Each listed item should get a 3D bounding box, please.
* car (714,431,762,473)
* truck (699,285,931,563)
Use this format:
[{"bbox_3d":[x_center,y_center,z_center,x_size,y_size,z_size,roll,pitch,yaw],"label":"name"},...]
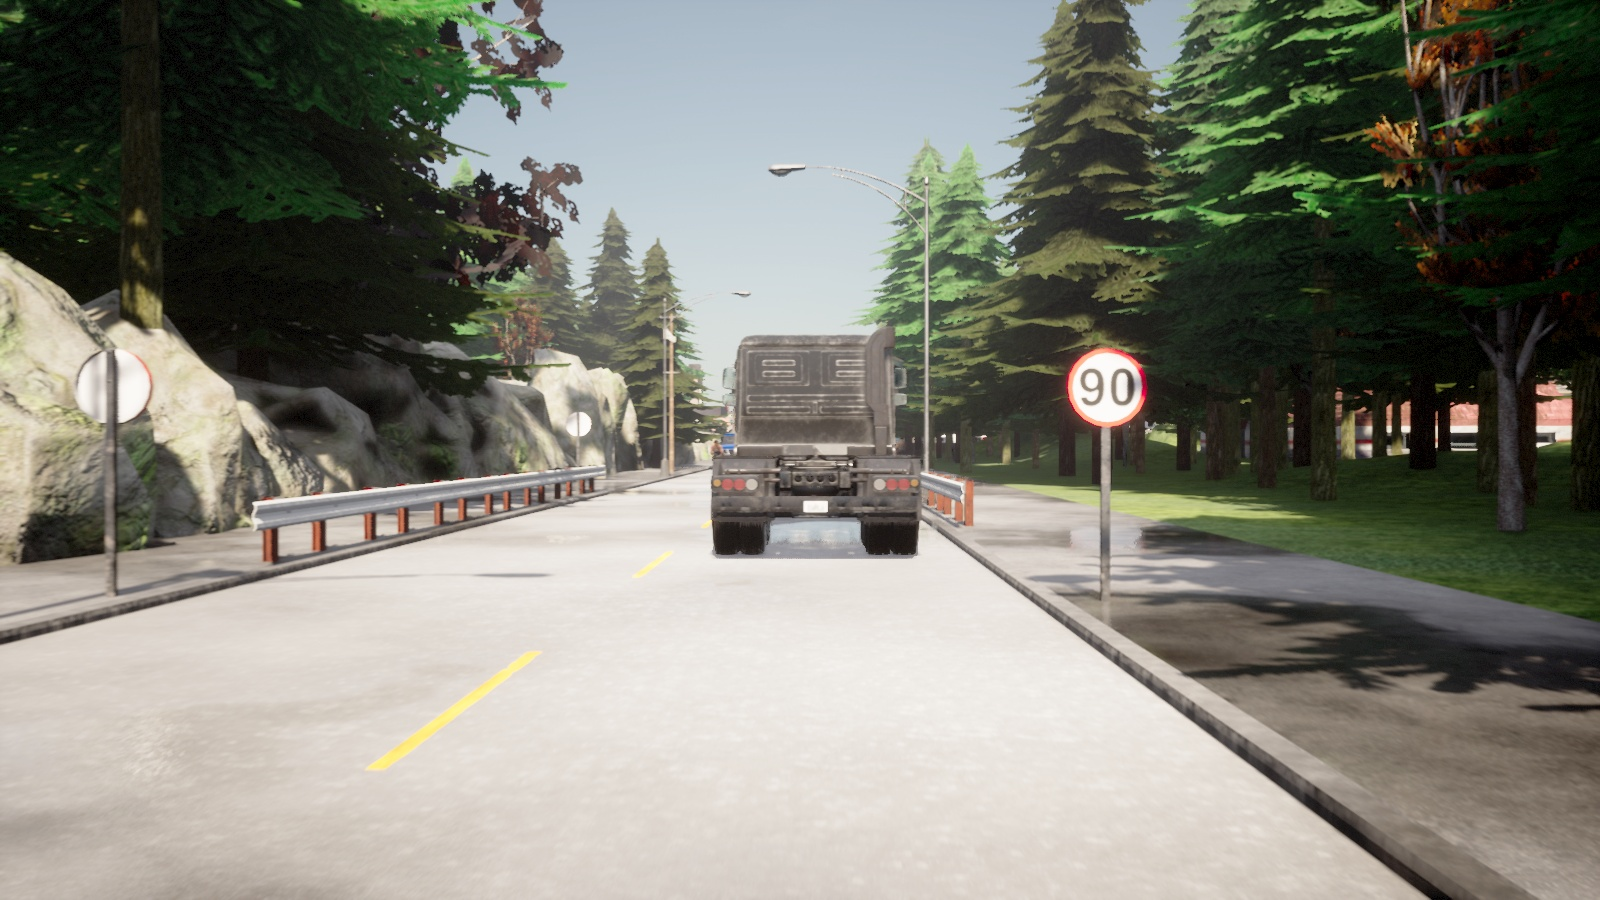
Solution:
[{"bbox_3d":[-3.172,0.098,65.122,2.150,2.045,5.566,0,0,1],"label":"car"},{"bbox_3d":[0.228,-0.346,19.613,2.891,3.462,7.936,0,0,1],"label":"truck"}]
